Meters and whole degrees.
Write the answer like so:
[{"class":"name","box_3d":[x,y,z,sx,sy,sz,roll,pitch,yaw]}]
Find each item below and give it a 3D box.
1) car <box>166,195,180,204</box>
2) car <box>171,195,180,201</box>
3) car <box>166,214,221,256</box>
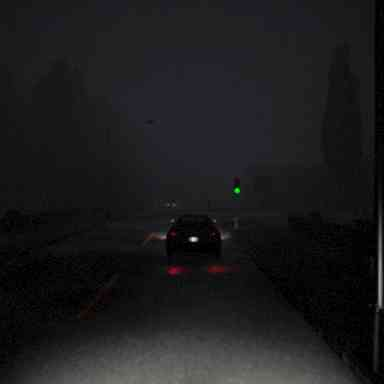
[{"class":"car","box_3d":[-4.017,1.553,65.064,1.994,1.385,4.181,0,0,0]},{"class":"car","box_3d":[-4.002,1.484,80.650,1.837,1.490,4.892,0,0,0]},{"class":"car","box_3d":[0.066,1.561,13.146,1.994,1.385,4.181,0,0,0]}]
